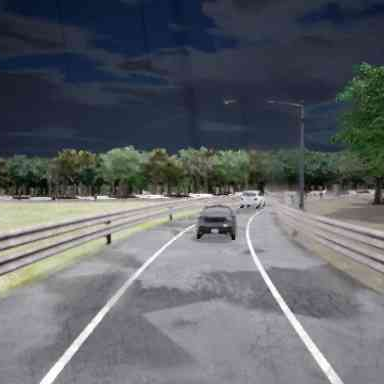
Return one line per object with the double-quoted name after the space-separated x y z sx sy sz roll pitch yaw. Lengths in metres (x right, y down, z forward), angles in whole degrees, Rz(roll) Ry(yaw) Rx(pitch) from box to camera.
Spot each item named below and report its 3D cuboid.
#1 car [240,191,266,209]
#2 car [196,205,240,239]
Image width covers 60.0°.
7.189 0.891 39.007 2.150 2.045 5.566 0 1 21 "car"
1.337 1.421 16.948 1.837 1.490 4.892 0 1 8 "car"
